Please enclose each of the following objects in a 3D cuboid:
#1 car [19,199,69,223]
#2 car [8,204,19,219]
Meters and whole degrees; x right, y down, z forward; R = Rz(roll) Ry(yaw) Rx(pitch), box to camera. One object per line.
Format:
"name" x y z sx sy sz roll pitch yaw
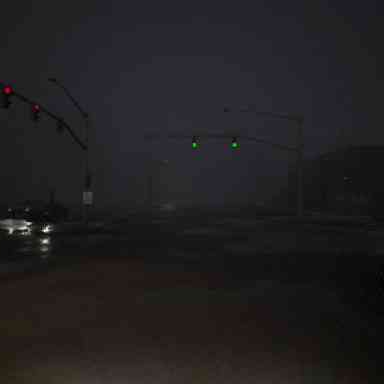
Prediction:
"car" -11.596 1.607 26.898 1.882 1.535 5.008 0 -1 0
"car" -15.094 1.501 31.035 2.097 1.767 4.553 0 0 0
